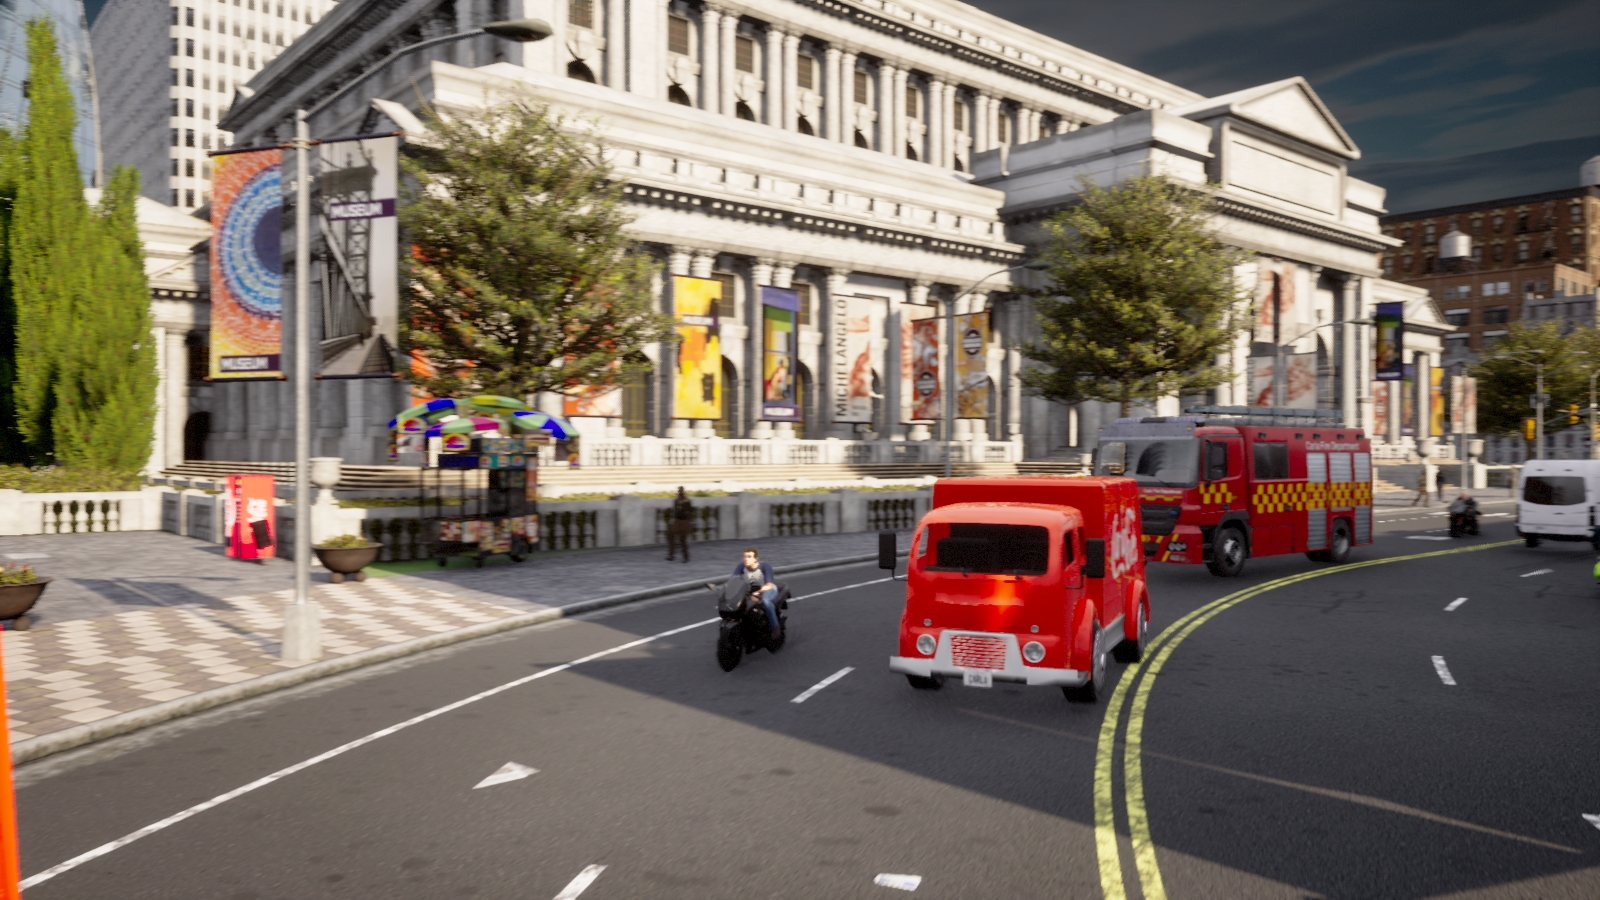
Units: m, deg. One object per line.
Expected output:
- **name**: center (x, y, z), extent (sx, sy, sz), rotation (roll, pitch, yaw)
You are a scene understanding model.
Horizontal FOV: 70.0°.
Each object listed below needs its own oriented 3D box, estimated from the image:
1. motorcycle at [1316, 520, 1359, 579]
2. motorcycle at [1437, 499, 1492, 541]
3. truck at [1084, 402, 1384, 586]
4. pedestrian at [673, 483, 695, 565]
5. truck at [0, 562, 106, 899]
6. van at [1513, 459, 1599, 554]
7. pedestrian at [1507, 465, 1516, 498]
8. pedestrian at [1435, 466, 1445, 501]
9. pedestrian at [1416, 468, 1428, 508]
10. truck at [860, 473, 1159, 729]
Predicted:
- **motorcycle**: center (12.227, 2.233, 26.046), extent (0.803, 1.145, 2.033), rotation (0, 0, 23)
- **motorcycle**: center (21.575, 2.241, 37.099), extent (2.209, 1.251, 0.867), rotation (0, 0, -41)
- **truck**: center (10.656, 0.908, 27.539), extent (8.468, 3.827, 2.891), rotation (0, 0, -39)
- **pedestrian**: center (-2.677, 1.693, 26.306), extent (0.375, 1.860, 0.375), rotation (0, 0, 22)
- **truck**: center (-3.439, 1.562, 0.782), extent (2.627, 2.467, 5.204), rotation (0, 0, 2)
- **van**: center (23.284, 1.573, 33.892), extent (5.915, 2.561, 1.988), rotation (0, 0, -41)
- **pedestrian**: center (40.410, 1.763, 64.851), extent (0.375, 1.860, 0.375), rotation (0, 0, 41)
- **pedestrian**: center (33.582, 1.752, 59.965), extent (0.375, 1.860, 0.375), rotation (0, 0, 42)
- **pedestrian**: center (29.137, 1.782, 53.530), extent (0.375, 1.860, 0.375), rotation (0, 0, -26)
- **truck**: center (2.881, 1.575, 14.386), extent (2.627, 2.467, 5.204), rotation (0, 0, 23)
